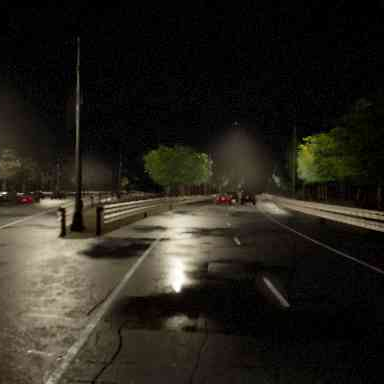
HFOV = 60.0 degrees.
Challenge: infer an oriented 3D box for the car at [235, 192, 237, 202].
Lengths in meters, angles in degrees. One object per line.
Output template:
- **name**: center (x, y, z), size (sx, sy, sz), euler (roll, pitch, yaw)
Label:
- **car**: center (8.193, 0.901, 66.511), size (2.150, 2.045, 5.566), euler (1, 0, 12)

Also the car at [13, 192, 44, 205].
- **car**: center (-21.153, 0.961, 43.225), size (1.994, 1.385, 4.181), euler (1, 0, -11)

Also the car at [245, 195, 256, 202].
- **car**: center (11.541, 1.309, 65.466), size (1.895, 1.301, 4.718), euler (1, 0, 12)

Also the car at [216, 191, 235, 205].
- **car**: center (5.052, 1.063, 51.262), size (2.097, 1.767, 4.553), euler (1, 0, 12)

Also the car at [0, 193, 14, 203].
- **car**: center (-25.514, 0.852, 47.224), size (2.033, 1.411, 5.357), euler (1, 0, -9)

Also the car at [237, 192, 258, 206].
- **car**: center (8.575, 0.978, 51.014), size (2.150, 2.045, 5.566), euler (1, 0, 12)

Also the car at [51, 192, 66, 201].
- **car**: center (-24.032, 0.740, 59.979), size (1.837, 1.490, 4.892), euler (1, 0, -8)
